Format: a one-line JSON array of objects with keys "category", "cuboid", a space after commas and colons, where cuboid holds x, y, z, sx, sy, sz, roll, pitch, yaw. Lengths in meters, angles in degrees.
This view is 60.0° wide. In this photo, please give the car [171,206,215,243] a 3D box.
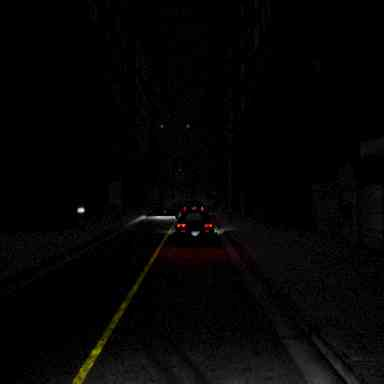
[{"category": "car", "cuboid": [0.122, 1.640, 16.696, 1.812, 1.442, 4.674, 0, -1, 0]}]

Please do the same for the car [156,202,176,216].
[{"category": "car", "cuboid": [-2.718, 1.799, 35.678, 1.994, 1.385, 4.181, 0, 0, 0]}]

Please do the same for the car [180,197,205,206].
[{"category": "car", "cuboid": [0.139, 1.562, 31.616, 2.097, 1.767, 4.553, 0, 0, 0]}]
